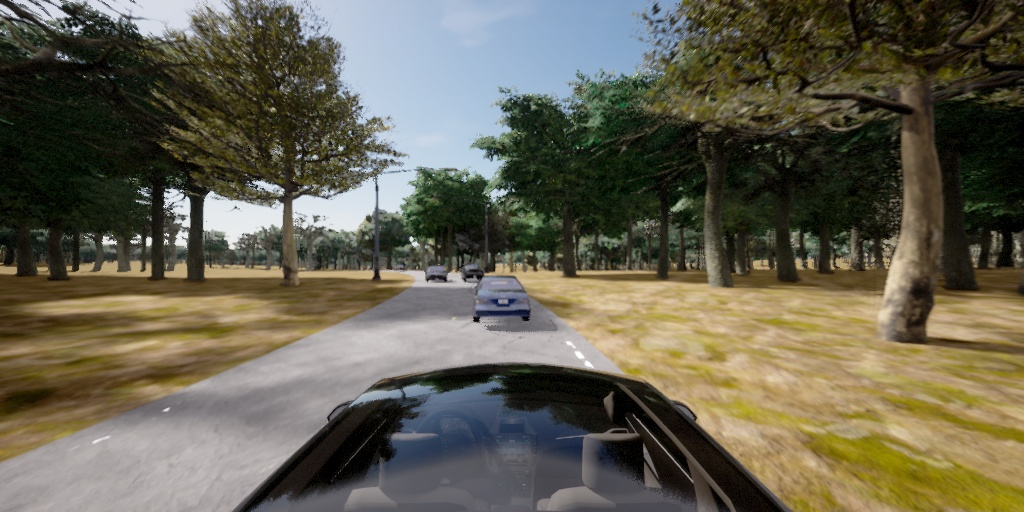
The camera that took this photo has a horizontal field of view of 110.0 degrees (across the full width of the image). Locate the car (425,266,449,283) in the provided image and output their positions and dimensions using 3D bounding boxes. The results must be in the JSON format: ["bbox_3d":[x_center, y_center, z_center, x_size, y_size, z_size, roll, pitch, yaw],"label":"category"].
[{"bbox_3d":[-6.750,1.581,32.056,2.033,1.411,5.357,0,-1,-13],"label":"car"}]

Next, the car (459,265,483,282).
[{"bbox_3d":[-3.700,1.536,32.866,1.837,1.490,4.892,0,-1,-13],"label":"car"}]

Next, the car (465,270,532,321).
[{"bbox_3d":[-0.466,1.382,12.829,2.033,1.411,5.357,0,-1,-5],"label":"car"}]
